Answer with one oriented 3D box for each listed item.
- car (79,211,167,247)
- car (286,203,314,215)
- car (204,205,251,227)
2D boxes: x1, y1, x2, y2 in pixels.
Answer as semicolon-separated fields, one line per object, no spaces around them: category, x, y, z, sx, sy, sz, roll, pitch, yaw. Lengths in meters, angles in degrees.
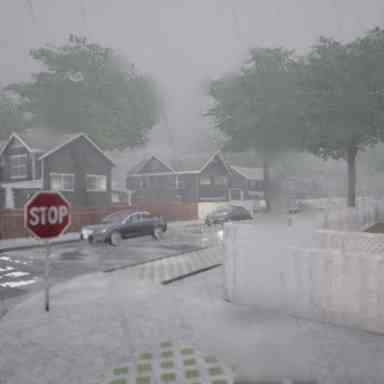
car;-3.268;1.718;16.659;2.128;1.511;4.902;-1;-1;36
car;12.807;1.947;39.051;2.033;1.411;5.357;-1;-1;36
car;2.776;1.794;25.100;1.837;1.490;4.892;-1;-1;36
